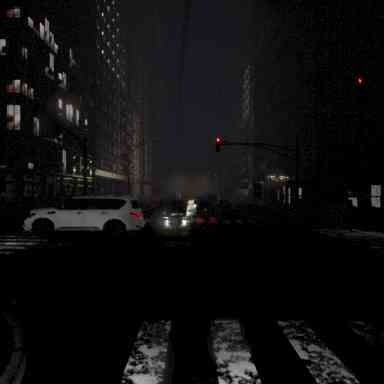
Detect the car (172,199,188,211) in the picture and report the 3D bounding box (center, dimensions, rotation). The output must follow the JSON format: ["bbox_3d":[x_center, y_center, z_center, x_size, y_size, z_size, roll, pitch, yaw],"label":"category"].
[{"bbox_3d":[-1.541,1.614,43.053,1.895,1.301,4.718,0,0,0],"label":"car"}]

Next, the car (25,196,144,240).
[{"bbox_3d":[-5.155,1.183,16.450,5.566,2.045,2.150,1,-1,-3],"label":"car"}]

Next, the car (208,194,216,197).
[{"bbox_3d":[3.769,1.313,63.929,2.192,1.841,5.009,0,0,0],"label":"car"}]

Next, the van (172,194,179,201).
[{"bbox_3d":[-4.210,1.315,86.004,1.690,1.788,3.998,0,0,0],"label":"van"}]

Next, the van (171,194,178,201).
[{"bbox_3d":[-4.185,1.321,80.477,1.690,1.788,3.998,0,0,0],"label":"van"}]

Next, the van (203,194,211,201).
[{"bbox_3d":[3.695,1.321,80.512,1.690,1.788,3.998,0,0,0],"label":"van"}]

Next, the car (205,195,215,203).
[{"bbox_3d":[3.744,1.432,69.457,1.967,1.590,4.097,0,0,0],"label":"car"}]

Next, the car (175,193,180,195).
[{"bbox_3d":[-4.160,1.426,74.949,1.967,1.590,4.097,0,0,0],"label":"car"}]

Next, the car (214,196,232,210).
[{"bbox_3d":[3.917,1.579,41.820,1.947,1.339,4.313,0,0,0],"label":"car"}]

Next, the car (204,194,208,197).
[{"bbox_3d":[1.322,1.549,60.002,2.033,1.411,5.357,0,0,0],"label":"car"}]

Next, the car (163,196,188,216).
[{"bbox_3d":[-1.507,1.494,33.319,1.882,1.535,5.008,0,0,0],"label":"car"}]

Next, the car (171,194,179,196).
[{"bbox_3d":[-4.111,1.564,63.894,1.947,1.339,4.313,0,0,0],"label":"car"}]

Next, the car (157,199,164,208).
[{"bbox_3d":[-4.037,1.593,47.311,1.802,1.307,4.206,0,0,0],"label":"car"}]

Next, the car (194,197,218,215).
[{"bbox_3d":[1.343,1.542,34.523,1.812,1.442,4.674,0,0,1],"label":"car"}]
